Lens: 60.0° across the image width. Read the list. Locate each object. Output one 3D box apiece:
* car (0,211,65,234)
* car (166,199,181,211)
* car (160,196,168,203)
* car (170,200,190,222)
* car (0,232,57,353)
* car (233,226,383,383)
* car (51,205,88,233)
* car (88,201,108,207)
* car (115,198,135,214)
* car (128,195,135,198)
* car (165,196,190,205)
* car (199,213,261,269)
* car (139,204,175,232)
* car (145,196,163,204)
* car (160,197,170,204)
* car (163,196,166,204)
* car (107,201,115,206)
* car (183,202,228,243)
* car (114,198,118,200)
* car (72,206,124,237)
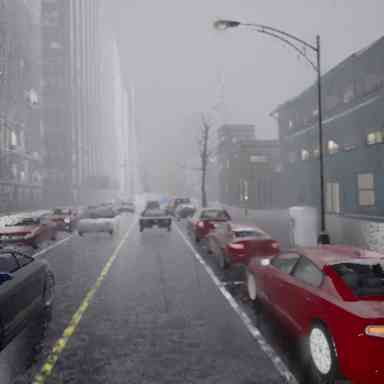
[{"bbox_3d":[-7.461,1.771,15.349,1.802,1.307,4.206,0,0,-7],"label":"car"},{"bbox_3d":[-2.521,1.696,44.063,1.752,1.417,4.829,0,0,-7],"label":"car"},{"bbox_3d":[-6.830,1.842,81.863,1.812,1.442,4.674,-1,0,-7],"label":"car"},{"bbox_3d":[-0.486,1.640,27.375,2.008,1.369,4.403,0,0,-7],"label":"car"},{"bbox_3d":[-3.618,1.644,5.145,1.994,1.385,4.181,-1,0,-7],"label":"car"},{"bbox_3d":[2.199,1.512,5.352,1.887,1.381,4.507,0,0,-7],"label":"car"},{"bbox_3d":[-8.133,1.659,20.855,1.967,1.590,4.097,0,0,-7],"label":"car"},{"bbox_3d":[-9.475,1.858,31.865,1.802,1.307,4.206,0,0,-7],"label":"car"},{"bbox_3d":[-7.710,1.829,39.537,2.033,1.411,5.357,-1,0,-7],"label":"car"},{"bbox_3d":[-16.861,1.835,92.428,2.192,1.841,5.009,0,0,-7],"label":"car"},{"bbox_3d":[-1.159,1.433,32.881,2.192,1.841,5.009,0,0,-7],"label":"car"},{"bbox_3d":[1.528,1.581,10.857,1.802,1.307,4.206,0,0,-7],"label":"car"},{"bbox_3d":[-2.366,1.709,21.331,1.895,1.301,4.718,-1,0,-7],"label":"car"},{"bbox_3d":[-5.315,1.733,45.418,1.837,1.490,4.892,-1,0,-7],"label":"car"},{"bbox_3d":[-5.857,1.850,71.422,1.947,1.339,4.313,0,0,-7],"label":"car"},{"bbox_3d":[-1.830,1.459,38.389,2.192,1.841,5.009,0,0,-7],"label":"car"},{"bbox_3d":[-10.146,1.885,37.372,1.802,1.307,4.206,0,0,-7],"label":"car"},{"bbox_3d":[0.855,1.470,16.365,1.967,1.590,4.097,0,0,-7],"label":"car"},{"bbox_3d":[-10.817,1.874,42.878,1.887,1.381,4.507,0,0,-7],"label":"car"},{"bbox_3d":[-5.377,1.762,19.597,1.895,1.301,4.718,-1,0,-7],"label":"car"}]
